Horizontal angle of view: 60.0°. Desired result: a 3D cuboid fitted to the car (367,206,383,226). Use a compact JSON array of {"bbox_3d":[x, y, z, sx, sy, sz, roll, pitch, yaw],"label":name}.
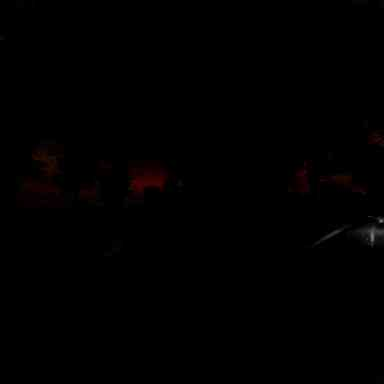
[{"bbox_3d":[14.580,1.807,25.380,2.128,1.511,4.902,0,-1,33],"label":"car"}]
